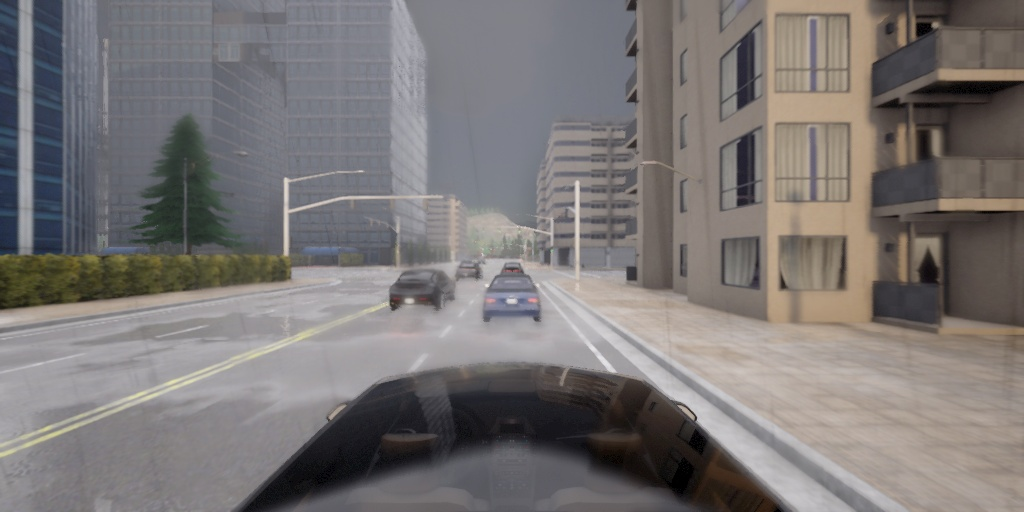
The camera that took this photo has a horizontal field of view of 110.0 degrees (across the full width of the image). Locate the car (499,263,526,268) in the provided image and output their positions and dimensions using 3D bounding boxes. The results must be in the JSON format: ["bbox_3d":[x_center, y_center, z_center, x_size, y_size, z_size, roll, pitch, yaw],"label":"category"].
[{"bbox_3d":[0.042,1.273,29.610,1.837,1.490,4.892,0,0,0],"label":"car"}]

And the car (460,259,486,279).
[{"bbox_3d":[-3.458,1.259,29.579,2.128,1.511,4.902,0,0,0],"label":"car"}]

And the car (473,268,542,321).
[{"bbox_3d":[0.020,1.304,12.404,2.033,1.411,5.357,0,0,0],"label":"car"}]

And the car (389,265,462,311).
[{"bbox_3d":[-3.459,1.264,14.602,1.837,1.490,4.892,0,0,1],"label":"car"}]
